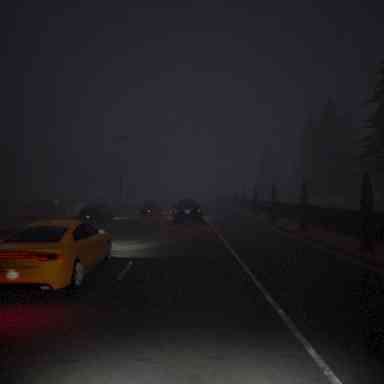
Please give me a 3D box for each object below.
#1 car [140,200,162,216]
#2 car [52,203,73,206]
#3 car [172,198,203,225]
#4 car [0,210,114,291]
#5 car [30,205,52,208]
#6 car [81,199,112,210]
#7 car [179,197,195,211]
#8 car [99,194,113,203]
[{"bbox_3d":[-4.002,1.551,32.812,1.812,1.442,4.674,0,0,-1],"label":"car"},{"bbox_3d":[-14.820,1.617,40.371,1.994,1.385,4.181,0,0,-1],"label":"car"},{"bbox_3d":[-0.339,1.364,24.597,2.097,1.767,4.553,0,0,-1],"label":"car"},{"bbox_3d":[-3.570,1.490,9.061,1.882,1.535,5.008,0,0,-1],"label":"car"},{"bbox_3d":[-18.312,1.539,39.851,1.882,1.535,5.008,0,0,-1],"label":"car"},{"bbox_3d":[-7.357,1.555,25.682,1.812,1.442,4.674,0,0,-1],"label":"car"},{"bbox_3d":[-0.670,1.500,42.644,1.882,1.535,5.008,0,0,-1],"label":"car"},{"bbox_3d":[-18.837,1.432,73.074,2.097,1.767,4.553,0,0,-1],"label":"car"}]
